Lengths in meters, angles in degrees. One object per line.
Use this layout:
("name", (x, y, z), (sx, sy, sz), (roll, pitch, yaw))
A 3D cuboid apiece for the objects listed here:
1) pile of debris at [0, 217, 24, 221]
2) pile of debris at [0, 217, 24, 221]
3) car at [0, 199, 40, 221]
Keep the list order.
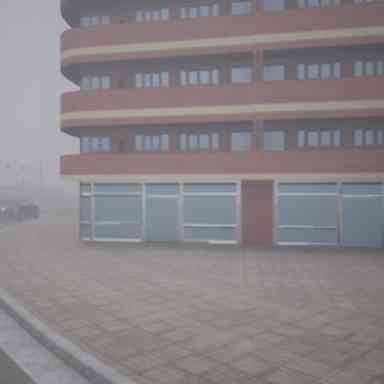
("pile of debris", (-14.508, 2.154, 26.332), (1.500, 0.140, 1.860), (0, 0, -3))
("pile of debris", (-14.508, 2.154, 26.332), (1.500, 0.140, 1.860), (0, 0, -3))
("car", (-14.103, 1.331, 26.862), (2.097, 1.767, 4.553), (0, 0, -4))
